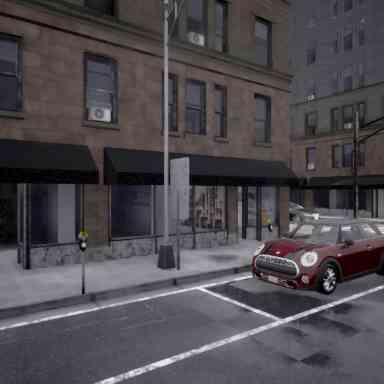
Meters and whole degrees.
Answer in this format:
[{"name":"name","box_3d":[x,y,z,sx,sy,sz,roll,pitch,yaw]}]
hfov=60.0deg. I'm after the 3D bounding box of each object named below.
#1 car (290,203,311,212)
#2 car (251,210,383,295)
[{"name":"car","box_3d":[7.045,1.537,24.612,2.128,1.511,4.902,0,0,-35]},{"name":"car","box_3d":[3.443,1.440,8.658,4.097,1.590,1.967,0,0,-36]}]
